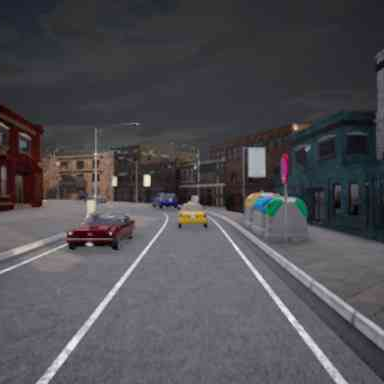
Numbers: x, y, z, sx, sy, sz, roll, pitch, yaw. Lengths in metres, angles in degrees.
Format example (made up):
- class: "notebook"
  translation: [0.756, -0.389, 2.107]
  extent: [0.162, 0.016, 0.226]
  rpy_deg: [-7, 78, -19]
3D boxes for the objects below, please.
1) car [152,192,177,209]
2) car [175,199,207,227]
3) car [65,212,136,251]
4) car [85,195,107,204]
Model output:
- class: "car"
  translation: [-3.496, 1.075, 41.902]
  extent: [2.150, 2.045, 5.566]
  rpy_deg: [1, 0, -21]
- class: "car"
  translation: [-0.014, 1.378, 21.897]
  extent: [1.801, 1.575, 5.366]
  rpy_deg: [0, 0, -2]
- class: "car"
  translation: [-3.621, 1.550, 13.970]
  extent: [1.895, 1.301, 4.718]
  rpy_deg: [0, 0, 0]
- class: "car"
  translation: [-15.671, 1.217, 54.163]
  extent: [1.837, 1.490, 4.892]
  rpy_deg: [2, -1, -44]
